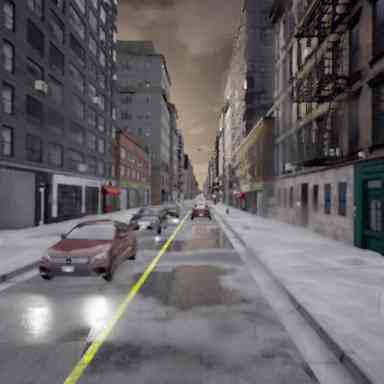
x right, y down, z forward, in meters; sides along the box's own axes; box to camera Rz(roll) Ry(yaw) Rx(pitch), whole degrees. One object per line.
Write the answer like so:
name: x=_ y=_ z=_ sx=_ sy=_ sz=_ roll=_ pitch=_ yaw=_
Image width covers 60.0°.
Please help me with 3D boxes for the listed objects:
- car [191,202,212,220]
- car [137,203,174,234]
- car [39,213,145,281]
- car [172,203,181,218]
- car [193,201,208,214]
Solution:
car: x=0.875 y=1.849 z=31.592 sx=1.812 sy=1.442 sz=4.674 roll=1 pitch=0 yaw=2
car: x=-2.575 y=1.669 z=20.646 sx=2.128 sy=1.511 sz=4.902 roll=1 pitch=-1 yaw=2
car: x=-2.877 y=1.599 z=10.262 sx=1.812 sy=1.442 sz=4.674 roll=1 pitch=-1 yaw=2
car: x=-2.127 y=1.867 z=33.967 sx=2.033 sy=1.411 sz=5.357 roll=1 pitch=-1 yaw=2
car: x=1.154 y=1.985 z=42.758 sx=1.812 sy=1.442 sz=4.674 roll=1 pitch=-1 yaw=2
